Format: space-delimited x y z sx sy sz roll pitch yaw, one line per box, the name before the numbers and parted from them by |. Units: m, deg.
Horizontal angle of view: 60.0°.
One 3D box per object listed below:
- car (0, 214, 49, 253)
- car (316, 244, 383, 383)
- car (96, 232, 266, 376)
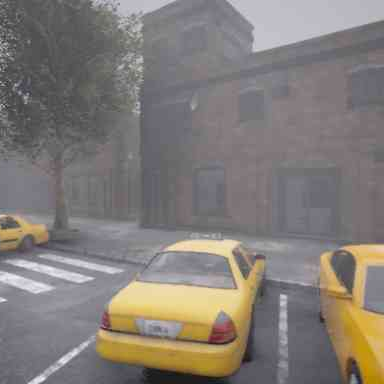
car | -7.111 1.423 10.977 1.946 1.575 5.366 1 0 16
car | 2.726 1.485 4.182 2.097 1.535 5.008 0 -1 15
car | 0.319 1.491 6.091 1.946 1.575 5.366 0 -1 16
